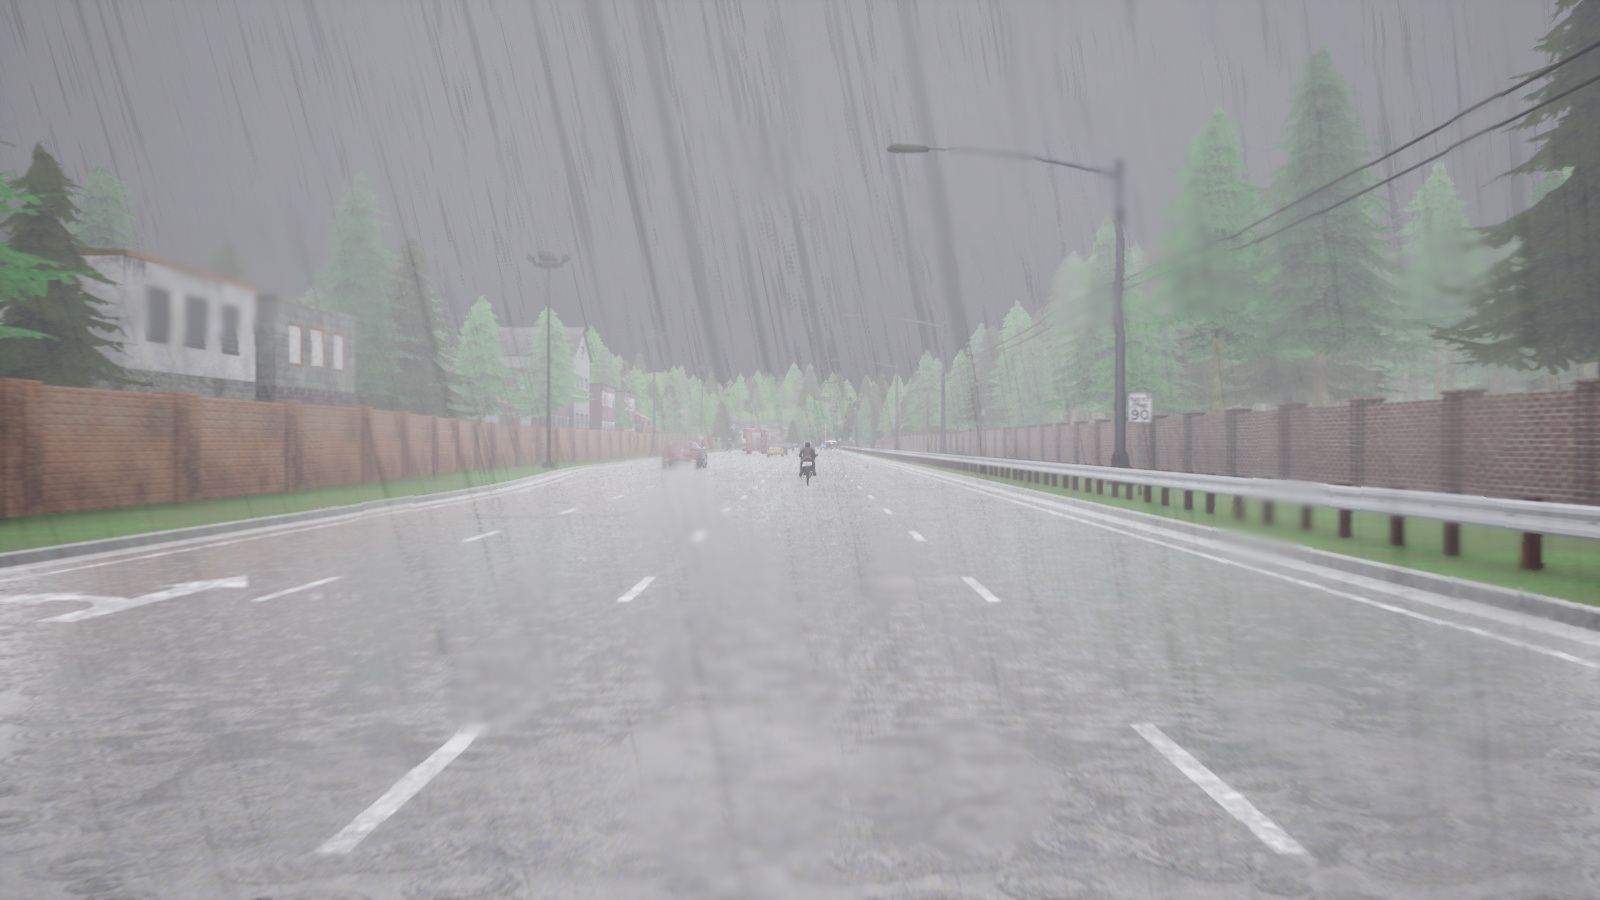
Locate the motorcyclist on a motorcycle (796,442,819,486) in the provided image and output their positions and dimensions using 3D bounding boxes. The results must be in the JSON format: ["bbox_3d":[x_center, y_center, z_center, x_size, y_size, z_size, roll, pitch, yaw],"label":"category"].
[{"bbox_3d":[0.268,0.484,44.369,0.797,1.523,2.044,0,0,0],"label":"motorcyclist on a motorcycle"}]

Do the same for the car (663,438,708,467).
[{"bbox_3d":[-6.570,0.119,72.664,2.152,1.651,5.027,0,0,0],"label":"car"}]
